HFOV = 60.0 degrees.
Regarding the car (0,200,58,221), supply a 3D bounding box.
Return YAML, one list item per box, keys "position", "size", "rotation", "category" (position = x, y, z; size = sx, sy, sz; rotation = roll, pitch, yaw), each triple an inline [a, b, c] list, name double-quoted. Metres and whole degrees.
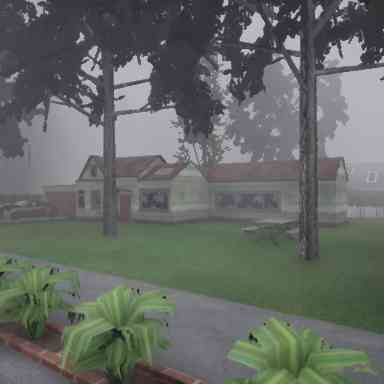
- position: [-11.977, 1.298, 24.190]
  size: [1.994, 1.381, 4.181]
  rotation: [0, 0, 36]
  category: "car"
